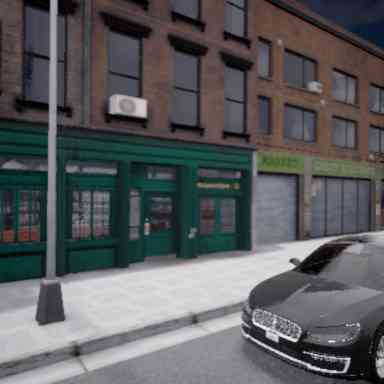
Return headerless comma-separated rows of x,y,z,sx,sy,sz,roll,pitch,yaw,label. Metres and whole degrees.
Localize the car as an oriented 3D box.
2.961,1.533,5.492,4.892,1.490,1.837,0,0,-36,car
